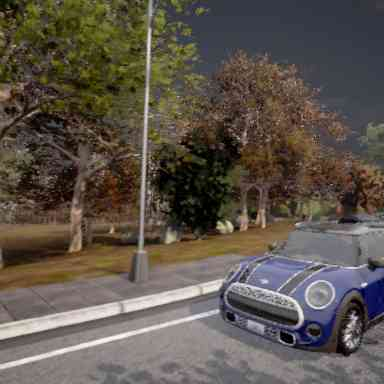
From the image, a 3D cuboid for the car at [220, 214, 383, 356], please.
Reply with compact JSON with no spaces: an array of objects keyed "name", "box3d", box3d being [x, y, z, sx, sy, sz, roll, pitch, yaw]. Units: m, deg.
[{"name":"car","box3d":[2.634,1.444,6.374,4.553,1.767,2.097,2,-1,-41]}]
